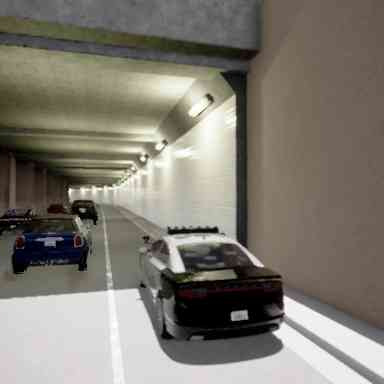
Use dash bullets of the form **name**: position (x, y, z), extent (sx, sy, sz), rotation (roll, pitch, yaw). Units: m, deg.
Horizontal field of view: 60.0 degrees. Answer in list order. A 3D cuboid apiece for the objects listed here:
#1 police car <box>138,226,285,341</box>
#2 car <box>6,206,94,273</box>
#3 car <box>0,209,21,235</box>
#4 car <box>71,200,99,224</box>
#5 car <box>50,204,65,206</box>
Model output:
- **police car**: position (-0.024, 1.542, 7.088), extent (1.930, 1.638, 5.238), rotation (0, -1, -15)
- **car**: position (-4.681, 1.551, 11.696), extent (2.097, 1.767, 4.553), rotation (0, -1, -15)
- **car**: position (-11.021, 1.862, 21.662), extent (2.128, 1.511, 4.902), rotation (0, -1, -15)
- **car**: position (-9.593, 1.718, 29.742), extent (2.150, 2.045, 5.566), rotation (0, -1, -15)
- **car**: position (-15.787, 2.137, 39.170), extent (1.882, 1.535, 5.008), rotation (0, -1, -15)
